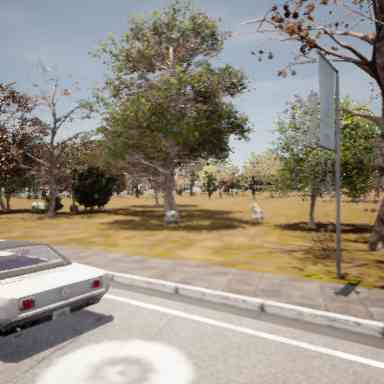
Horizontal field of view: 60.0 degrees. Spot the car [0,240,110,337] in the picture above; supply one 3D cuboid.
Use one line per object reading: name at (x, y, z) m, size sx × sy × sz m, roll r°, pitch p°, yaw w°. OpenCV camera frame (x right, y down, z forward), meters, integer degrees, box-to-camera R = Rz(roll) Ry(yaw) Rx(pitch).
car at (-3.892, 1.601, 6.382) m, size 4.718 × 1.301 × 1.895 m, roll 0°, pitch 0°, yaw 33°
